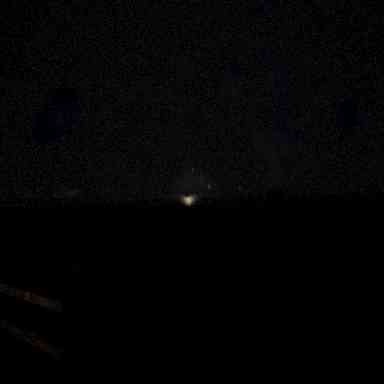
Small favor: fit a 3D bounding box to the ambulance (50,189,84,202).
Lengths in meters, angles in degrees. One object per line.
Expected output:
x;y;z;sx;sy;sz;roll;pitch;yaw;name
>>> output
-24.624;0.700;65.480;2.351;2.431;6.366;2;2;35;ambulance
